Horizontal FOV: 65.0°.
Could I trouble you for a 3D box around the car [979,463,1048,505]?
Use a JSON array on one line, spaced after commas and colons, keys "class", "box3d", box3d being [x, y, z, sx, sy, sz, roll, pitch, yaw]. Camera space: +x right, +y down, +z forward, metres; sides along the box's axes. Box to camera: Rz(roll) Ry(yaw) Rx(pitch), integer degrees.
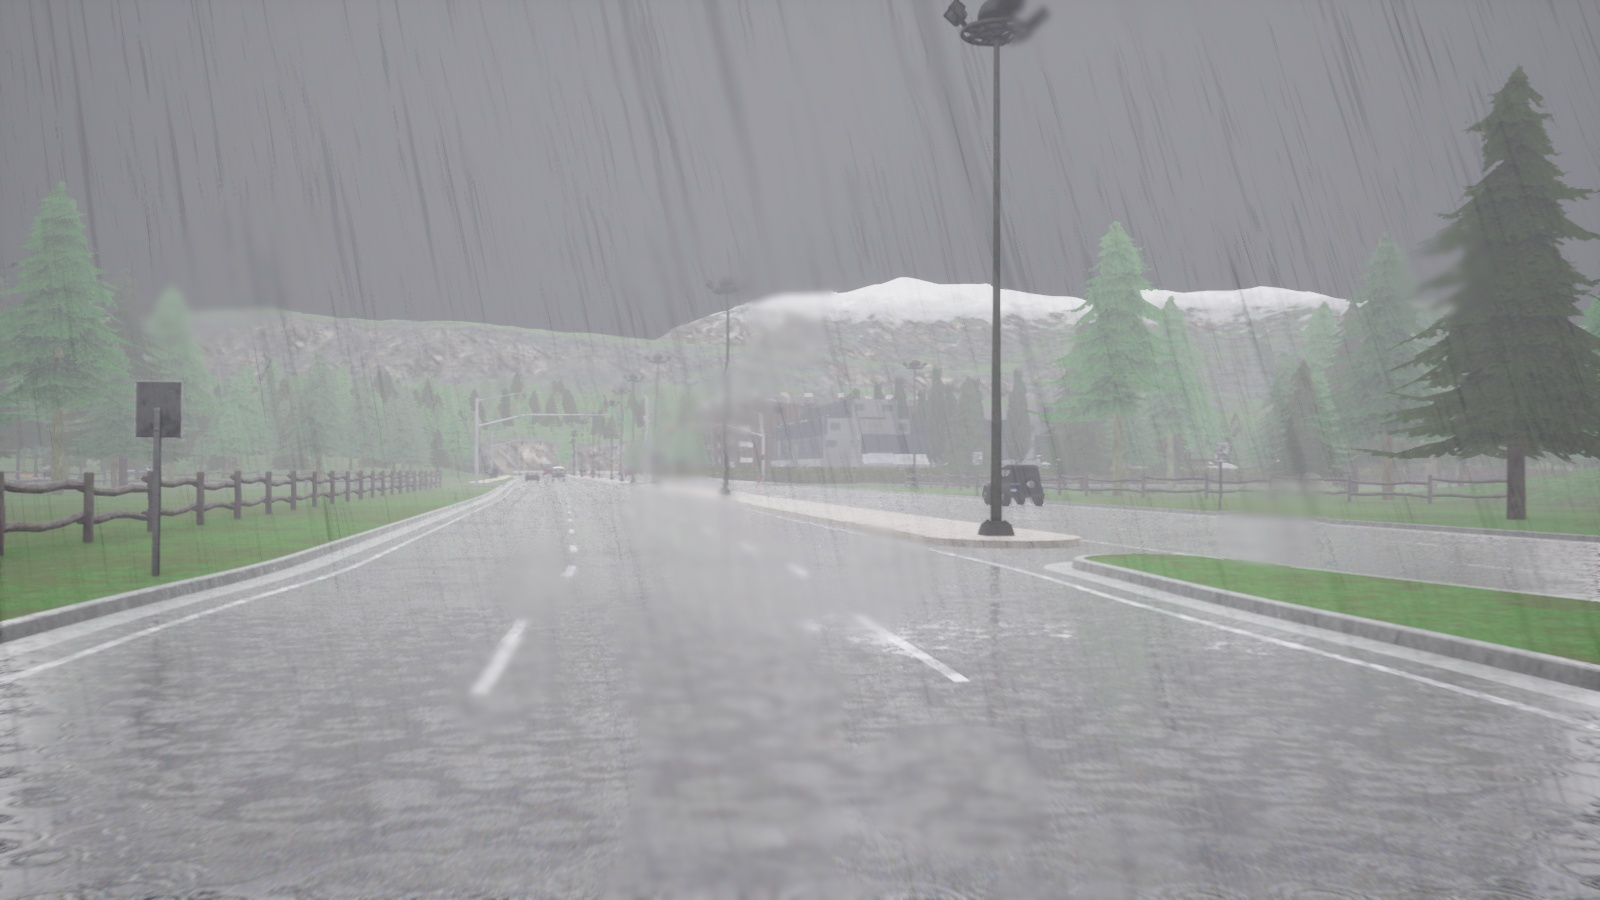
[{"class": "car", "box3d": [9.854, 1.544, 58.222, 1.905, 1.878, 3.866, 0, -1, -11]}]
